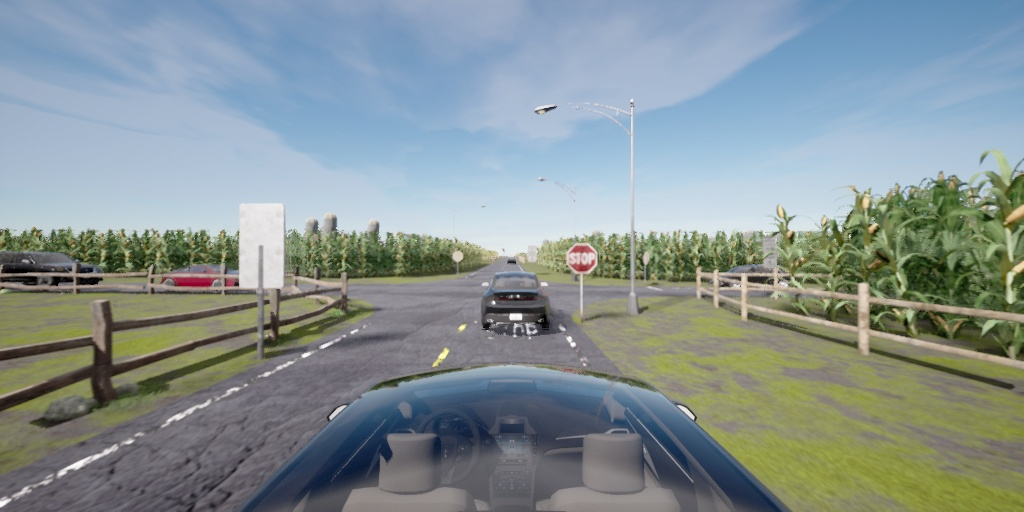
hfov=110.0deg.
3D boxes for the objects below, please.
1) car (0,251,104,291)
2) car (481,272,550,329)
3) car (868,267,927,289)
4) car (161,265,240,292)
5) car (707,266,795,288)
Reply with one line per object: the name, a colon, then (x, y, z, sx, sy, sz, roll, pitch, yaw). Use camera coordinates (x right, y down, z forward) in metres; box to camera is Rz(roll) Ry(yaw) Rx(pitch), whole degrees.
car: (-26.121, 0.778, 19.772, 5.566, 2.045, 2.150, 0, 0, 0)
car: (0.093, 1.236, 11.173, 1.837, 1.490, 4.892, 0, 0, 0)
car: (24.187, 1.385, 22.238, 4.902, 1.511, 2.128, 0, 0, 0)
car: (-16.523, 1.173, 19.674, 4.181, 1.385, 1.994, 0, 0, 1)
car: (14.780, 1.333, 22.323, 4.892, 1.490, 1.837, 0, 0, 0)
